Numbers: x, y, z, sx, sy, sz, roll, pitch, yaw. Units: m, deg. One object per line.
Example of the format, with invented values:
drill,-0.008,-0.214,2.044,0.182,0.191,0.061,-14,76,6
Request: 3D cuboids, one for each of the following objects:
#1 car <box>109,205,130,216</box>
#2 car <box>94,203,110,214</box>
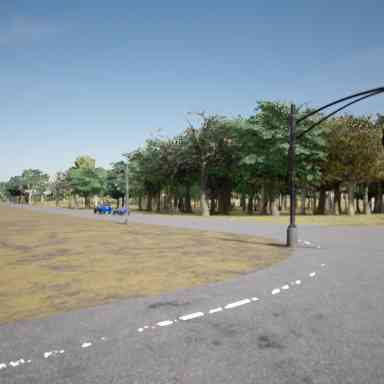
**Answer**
car,-12.093,3.265,56.974,1.812,1.442,4.674,1,-2,-33
car,-17.590,3.251,65.381,2.150,2.045,5.566,1,-2,-33
